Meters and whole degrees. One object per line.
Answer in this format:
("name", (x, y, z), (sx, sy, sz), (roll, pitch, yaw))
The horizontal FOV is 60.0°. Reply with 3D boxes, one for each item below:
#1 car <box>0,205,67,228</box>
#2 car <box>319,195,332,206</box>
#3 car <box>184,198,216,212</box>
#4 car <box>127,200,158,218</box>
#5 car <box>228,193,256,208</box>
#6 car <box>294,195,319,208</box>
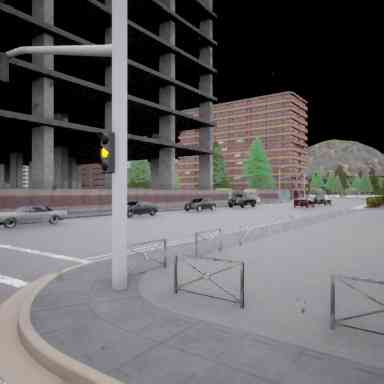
("car", (-10.795, 1.545, 21.872), (1.895, 1.301, 4.718), (0, 0, 35))
("car", (21.682, 1.297, 55.250), (2.097, 1.767, 4.553), (0, 0, 35))
("car", (0.976, 1.449, 38.468), (1.837, 1.490, 4.892), (0, 0, 35))
("car", (-5.019, 1.470, 30.004), (1.812, 1.442, 4.674), (0, 0, 36))
("car", (7.200, 1.166, 47.180), (2.150, 2.045, 5.566), (0, 0, 35))
("car", (15.982, 1.422, 47.211), (1.882, 1.535, 5.008), (0, 0, 35))
